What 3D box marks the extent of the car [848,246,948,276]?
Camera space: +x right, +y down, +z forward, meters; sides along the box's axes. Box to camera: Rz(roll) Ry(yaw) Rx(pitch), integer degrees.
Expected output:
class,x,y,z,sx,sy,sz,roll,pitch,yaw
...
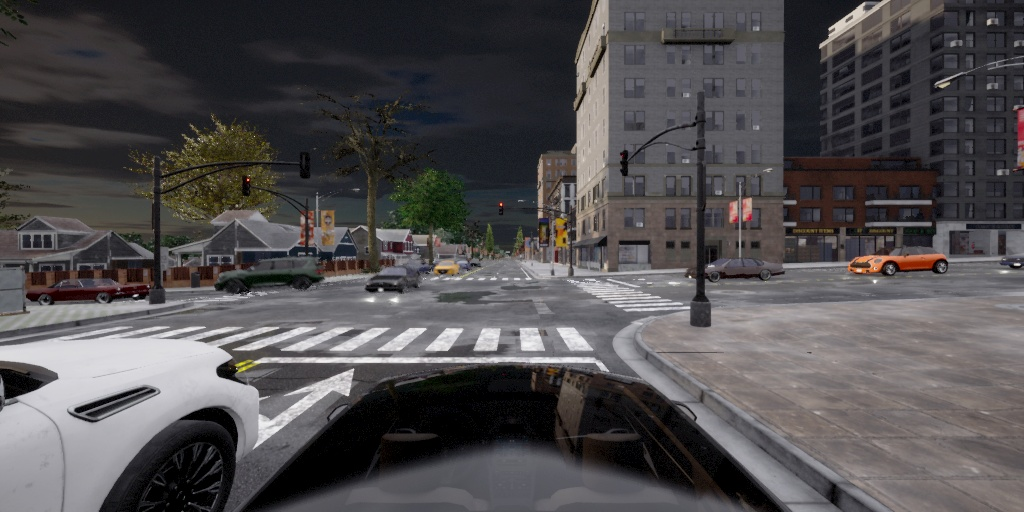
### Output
class,x,y,z,sx,sy,sz,roll,pitch,yaw
car,23.427,0.218,21.911,4.553,1.767,2.097,-2,0,0

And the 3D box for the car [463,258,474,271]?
class,x,y,z,sx,sy,sz,roll,pitch,yaw
car,-6.641,1.311,48.575,1.812,1.442,4.674,0,0,0

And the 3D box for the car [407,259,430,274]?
class,x,y,z,sx,sy,sz,roll,pitch,yaw
car,-9.874,1.119,36.588,2.097,1.767,4.553,0,0,0

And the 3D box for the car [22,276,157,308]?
class,x,y,z,sx,sy,sz,roll,pitch,yaw
car,-21.638,1.807,18.524,4.718,1.301,1.895,-2,0,0

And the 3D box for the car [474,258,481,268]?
class,x,y,z,sx,sy,sz,roll,pitch,yaw
car,-6.615,1.180,63.488,2.097,1.767,4.553,0,0,0

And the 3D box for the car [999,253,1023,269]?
class,x,y,z,sx,sy,sz,roll,pitch,yaw
car,33.567,0.038,21.943,5.357,1.411,2.033,-2,0,0

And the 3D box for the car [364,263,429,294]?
class,x,y,z,sx,sy,sz,roll,pitch,yaw
car,-6.608,1.314,20.715,2.033,1.411,5.357,0,0,0

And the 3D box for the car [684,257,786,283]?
class,x,y,z,sx,sy,sz,roll,pitch,yaw
car,13.507,0.793,21.879,5.357,1.411,2.033,-2,0,0

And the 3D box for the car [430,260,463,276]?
class,x,y,z,sx,sy,sz,roll,pitch,yaw
car,-6.632,1.245,36.838,1.882,1.535,5.008,0,0,0

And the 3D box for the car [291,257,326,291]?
class,x,y,z,sx,sy,sz,roll,pitch,yaw
car,-14.516,1.161,21.912,5.566,2.045,2.150,-3,3,-24

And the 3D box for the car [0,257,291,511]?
class,x,y,z,sx,sy,sz,roll,pitch,yaw
car,-3.146,0.972,0.545,2.150,2.045,5.566,0,0,0
